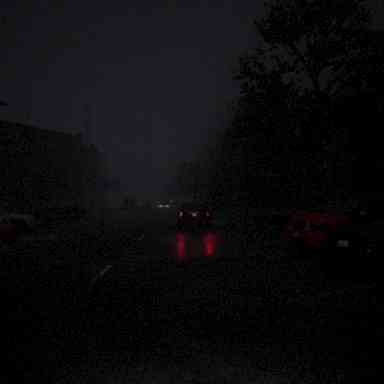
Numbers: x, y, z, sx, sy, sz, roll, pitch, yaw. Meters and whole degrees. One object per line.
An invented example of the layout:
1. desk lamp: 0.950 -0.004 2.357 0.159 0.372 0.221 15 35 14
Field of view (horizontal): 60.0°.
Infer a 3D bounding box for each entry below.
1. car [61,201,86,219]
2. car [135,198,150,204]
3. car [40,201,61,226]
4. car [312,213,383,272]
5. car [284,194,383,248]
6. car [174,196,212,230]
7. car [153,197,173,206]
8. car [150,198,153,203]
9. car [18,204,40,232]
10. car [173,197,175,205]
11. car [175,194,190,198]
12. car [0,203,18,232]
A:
1. car: -11.412 1.499 27.684 4.892 1.521 2.231 -1 0 -20
2. car: -12.424 2.077 78.386 1.882 1.535 5.008 -1 -1 -35
3. car: -11.422 1.497 21.821 4.892 1.521 2.231 -1 0 -20
4. car: 6.424 1.519 10.115 4.792 1.488 2.163 1 0 -20
5. car: 6.377 1.239 13.033 5.566 2.045 2.435 1 0 -20
6. car: 0.226 1.360 21.551 2.097 1.767 4.553 0 0 2
7. car: -5.723 1.858 63.998 2.033 1.411 5.357 0 -1 -14
8. car: -11.943 2.146 83.194 2.097 1.535 5.008 -1 0 -41
9. car: -11.417 1.534 18.888 4.674 1.452 2.002 -1 0 -20
10. car: -5.672 1.933 73.868 2.097 1.535 5.008 -1 -1 -27
11. car: -1.012 1.427 57.410 2.435 2.045 5.566 0 -1 -7
12. car: -11.587 1.492 15.884 5.366 1.575 1.946 -1 0 -20
